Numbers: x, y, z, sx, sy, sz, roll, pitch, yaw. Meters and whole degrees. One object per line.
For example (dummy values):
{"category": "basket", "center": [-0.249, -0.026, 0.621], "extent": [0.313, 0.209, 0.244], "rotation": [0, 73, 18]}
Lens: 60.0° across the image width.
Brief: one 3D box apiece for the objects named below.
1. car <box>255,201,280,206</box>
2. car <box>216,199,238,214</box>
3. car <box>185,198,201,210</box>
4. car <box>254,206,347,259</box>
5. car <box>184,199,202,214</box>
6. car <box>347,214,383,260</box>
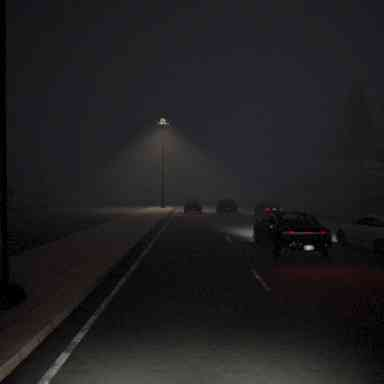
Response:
{"category": "car", "center": [7.105, 1.547, 31.140], "extent": [2.033, 1.411, 5.357], "rotation": [0, 0, 0]}
{"category": "car", "center": [3.606, 1.477, 34.977], "extent": [1.882, 1.535, 5.008], "rotation": [0, 0, 0]}
{"category": "car", "center": [0.107, 1.563, 44.554], "extent": [1.994, 1.385, 4.181], "rotation": [0, 0, 0]}
{"category": "car", "center": [3.603, 1.491, 12.653], "extent": [2.128, 1.511, 4.902], "rotation": [0, 0, 0]}
{"category": "car", "center": [0.100, 1.525, 35.792], "extent": [1.812, 1.442, 4.674], "rotation": [0, 0, 0]}
{"category": "car", "center": [7.104, 1.525, 12.299], "extent": [1.812, 1.442, 4.674], "rotation": [0, 0, 0]}
